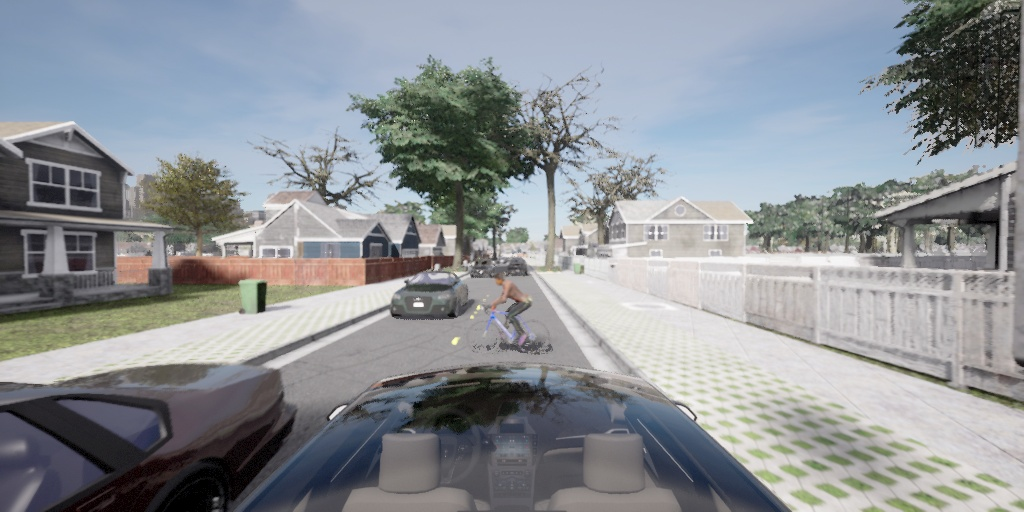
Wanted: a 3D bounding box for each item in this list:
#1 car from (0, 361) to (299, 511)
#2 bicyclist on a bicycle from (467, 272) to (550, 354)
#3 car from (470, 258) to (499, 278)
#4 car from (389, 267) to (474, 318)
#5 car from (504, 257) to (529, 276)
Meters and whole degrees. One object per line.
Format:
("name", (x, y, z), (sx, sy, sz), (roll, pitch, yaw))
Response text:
("car", (-2.880, 1.300, 0.867), (2.033, 1.411, 5.357), (0, 0, 1))
("bicyclist on a bicycle", (-0.080, 1.148, 7.099), (1.656, 1.620, 0.582), (0, 0, 1))
("car", (-2.387, 1.045, 30.413), (1.837, 1.490, 4.892), (0, 0, 1))
("car", (-2.699, 1.232, 12.506), (1.994, 1.385, 4.181), (0, 0, 1))
("car", (0.528, 1.021, 33.599), (1.837, 1.490, 4.892), (0, 0, 1))
